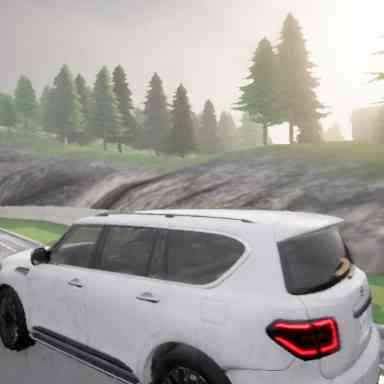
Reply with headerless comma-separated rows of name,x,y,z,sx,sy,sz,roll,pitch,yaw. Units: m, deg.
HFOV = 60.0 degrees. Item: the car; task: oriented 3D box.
car,-0.612,1.252,4.568,5.566,2.045,2.150,-1,0,37
